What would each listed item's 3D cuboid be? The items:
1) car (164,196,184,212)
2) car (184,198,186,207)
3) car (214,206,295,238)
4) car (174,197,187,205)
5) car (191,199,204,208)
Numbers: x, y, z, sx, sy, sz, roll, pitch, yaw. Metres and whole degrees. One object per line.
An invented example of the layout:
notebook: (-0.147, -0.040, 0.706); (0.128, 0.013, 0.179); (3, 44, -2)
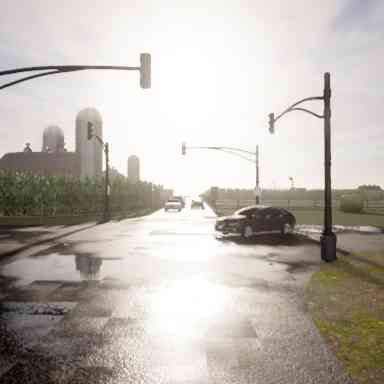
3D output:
car: (-2.232, 1.563, 40.126); (1.812, 1.442, 4.674); (0, 0, 1)
car: (-2.129, 1.404, 49.953); (2.097, 1.767, 4.553); (0, 0, 1)
car: (3.367, 1.497, 17.519); (4.892, 1.490, 1.837); (1, -2, -34)
car: (-2.002, 1.618, 60.134); (2.033, 1.411, 5.357); (0, 0, 1)
car: (0.792, 1.651, 48.932); (1.895, 1.301, 4.718); (0, 0, 1)
